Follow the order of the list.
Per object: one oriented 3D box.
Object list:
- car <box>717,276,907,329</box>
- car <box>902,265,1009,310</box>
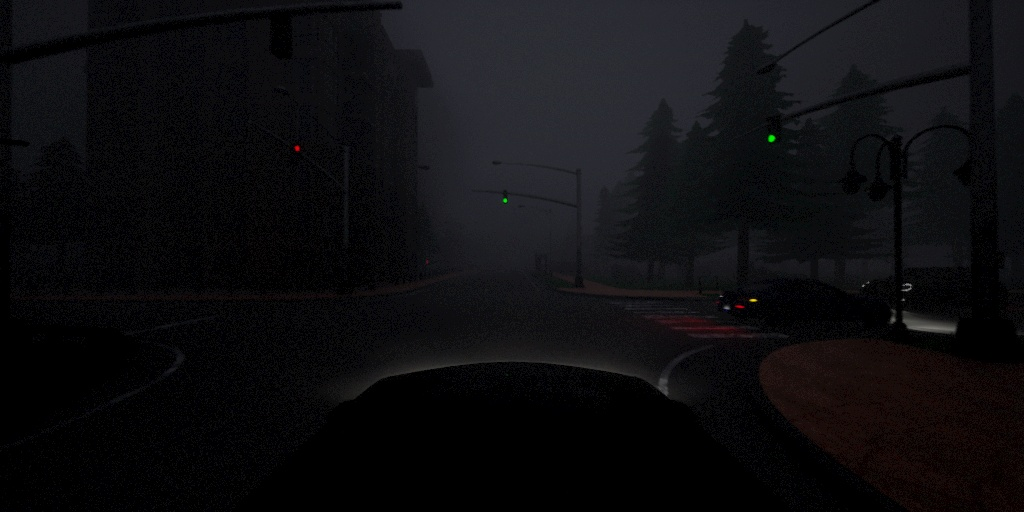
[{"bbox_3d":[8.941,1.403,11.174,4.674,1.442,1.812,0,-1,-2],"label":"car"},{"bbox_3d":[17.419,1.249,14.997,4.553,1.767,2.097,0,-1,-1],"label":"car"}]
